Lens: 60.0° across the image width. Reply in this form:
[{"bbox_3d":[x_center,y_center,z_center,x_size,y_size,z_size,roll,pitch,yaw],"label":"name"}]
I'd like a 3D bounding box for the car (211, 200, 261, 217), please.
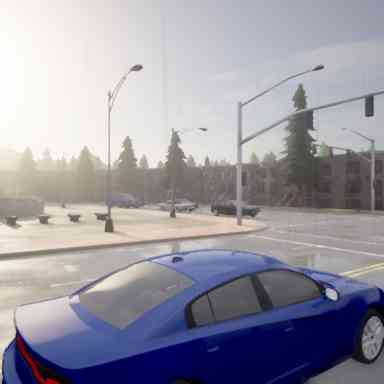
[{"bbox_3d":[3.806,1.495,30.610,1.882,1.535,5.008,0,0,-36],"label":"car"}]

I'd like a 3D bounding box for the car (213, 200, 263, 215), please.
[{"bbox_3d":[4.765,1.567,35.258,2.033,1.411,5.357,0,0,-36],"label":"car"}]

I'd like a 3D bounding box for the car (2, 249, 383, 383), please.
[{"bbox_3d":[0.513,1.480,4.165,5.008,1.535,1.882,0,0,-35],"label":"car"}]

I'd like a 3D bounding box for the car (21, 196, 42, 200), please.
[{"bbox_3d":[-29.895,1.514,60.684,4.892,1.490,1.837,0,0,5],"label":"car"}]

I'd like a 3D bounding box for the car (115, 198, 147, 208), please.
[{"bbox_3d":[-9.080,1.618,49.632,4.718,1.301,1.895,0,0,34],"label":"car"}]

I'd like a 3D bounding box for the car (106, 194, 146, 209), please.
[{"bbox_3d":[-9.446,1.236,45.635,5.566,2.045,2.150,0,0,36],"label":"car"}]

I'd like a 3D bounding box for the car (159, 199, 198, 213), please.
[{"bbox_3d":[-1.798,1.618,38.085,1.895,1.301,4.718,0,0,-39],"label":"car"}]
